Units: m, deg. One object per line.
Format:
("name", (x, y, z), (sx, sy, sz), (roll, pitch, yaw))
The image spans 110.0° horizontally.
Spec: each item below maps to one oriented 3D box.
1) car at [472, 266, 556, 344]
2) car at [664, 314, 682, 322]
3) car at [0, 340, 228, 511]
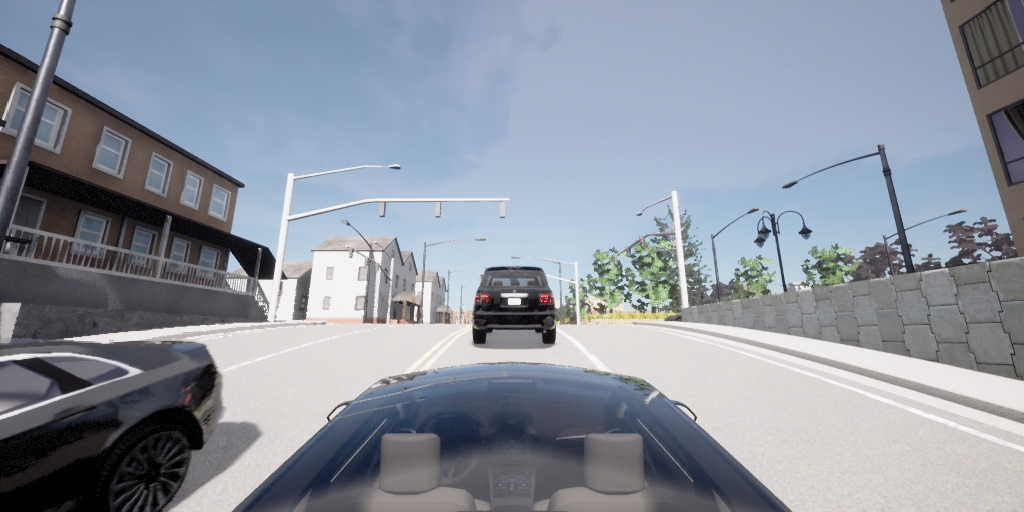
("car", (0.061, 1.499, 11.142), (2.150, 2.045, 5.566), (0, -7, 0))
("car", (15.860, 5.445, 31.689), (4.553, 1.767, 2.097), (0, -12, 1))
("car", (-3.591, 1.233, 1.294), (2.128, 1.511, 4.902), (0, 0, 0))
